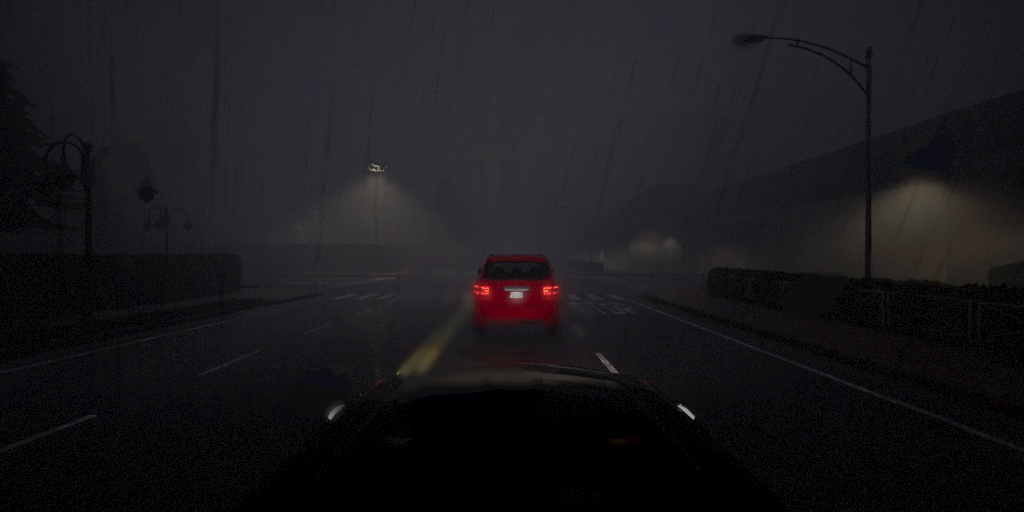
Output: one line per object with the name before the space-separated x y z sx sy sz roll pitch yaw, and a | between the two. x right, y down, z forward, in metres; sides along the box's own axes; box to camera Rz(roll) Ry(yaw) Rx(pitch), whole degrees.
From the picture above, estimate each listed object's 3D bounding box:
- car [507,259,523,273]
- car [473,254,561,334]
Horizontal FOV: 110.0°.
car | 0.361 1.228 45.613 1.882 1.535 5.008 0 0 1
car | 0.122 0.971 10.760 2.150 2.045 5.566 0 0 0
